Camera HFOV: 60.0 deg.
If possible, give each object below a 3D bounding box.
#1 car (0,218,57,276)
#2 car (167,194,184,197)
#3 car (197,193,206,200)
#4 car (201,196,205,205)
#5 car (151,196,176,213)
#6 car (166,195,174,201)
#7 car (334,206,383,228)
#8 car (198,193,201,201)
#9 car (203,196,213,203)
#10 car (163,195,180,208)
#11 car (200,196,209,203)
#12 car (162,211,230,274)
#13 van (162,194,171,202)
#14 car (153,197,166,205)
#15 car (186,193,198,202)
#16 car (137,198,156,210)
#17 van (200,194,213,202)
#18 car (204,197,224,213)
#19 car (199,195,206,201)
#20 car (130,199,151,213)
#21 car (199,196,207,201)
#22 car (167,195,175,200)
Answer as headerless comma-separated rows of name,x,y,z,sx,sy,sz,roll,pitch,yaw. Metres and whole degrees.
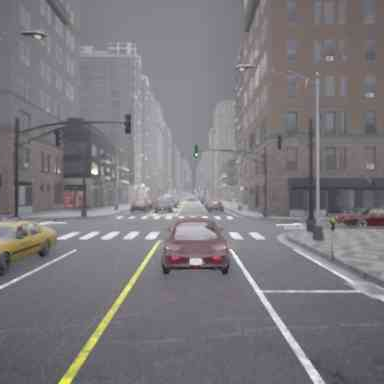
car,-5.848,1.528,10.405,1.752,1.417,4.829,1,0,0
car,-3.028,1.568,57.617,2.033,1.411,5.357,0,0,1
car,2.689,1.360,94.319,2.192,1.841,5.009,1,0,0
car,2.681,1.598,48.932,1.802,1.307,4.206,1,0,0
car,-3.092,1.516,37.214,1.837,1.490,4.892,0,0,0
car,-5.839,1.592,88.651,2.008,1.369,4.403,1,0,0
car,11.986,1.705,21.618,4.718,1.301,1.895,0,-1,0
car,2.685,1.337,60.279,2.192,1.841,5.009,1,0,0
car,2.680,1.595,43.258,1.802,1.307,4.206,1,0,0
car,-3.084,1.579,47.178,1.994,1.385,4.181,0,0,0
car,2.684,1.611,71.625,1.802,1.307,4.206,1,0,0
car,0.101,1.529,10.408,1.812,1.442,4.674,0,0,0
van,-5.839,1.374,77.305,1.690,1.788,3.998,1,0,0
car,-5.843,1.604,60.287,1.802,1.307,4.206,1,0,0
car,0.010,1.573,77.319,2.033,1.411,5.357,0,0,0
car,-5.845,1.558,43.268,1.887,1.381,4.507,1,0,0
van,2.684,1.360,54.606,1.690,1.788,3.998,1,0,0
car,2.680,1.593,37.585,1.802,1.307,4.206,1,0,0
car,2.686,1.566,88.815,1.752,1.417,4.829,1,0,0
car,-5.846,1.556,37.595,1.887,1.381,4.507,1,0,0
car,2.685,1.603,82.972,1.947,1.339,4.313,1,0,0
car,-5.839,1.611,94.324,1.947,1.339,4.313,1,0,0
